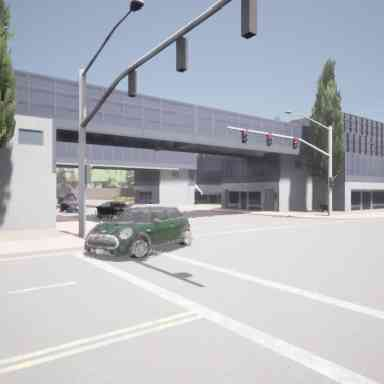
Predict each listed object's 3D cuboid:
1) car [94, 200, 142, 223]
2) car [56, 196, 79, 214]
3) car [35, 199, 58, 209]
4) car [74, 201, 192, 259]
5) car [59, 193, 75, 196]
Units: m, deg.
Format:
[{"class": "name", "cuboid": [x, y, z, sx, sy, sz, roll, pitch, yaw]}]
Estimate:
[{"class": "car", "cuboid": [-6.013, 1.478, 26.450, 1.882, 1.535, 5.008, 0, 0, -36]}, {"class": "car", "cuboid": [-12.743, 1.490, 35.700, 2.128, 1.511, 4.902, 0, 0, -36]}, {"class": "car", "cuboid": [-20.026, 1.601, 45.743, 1.895, 1.301, 4.718, 0, 0, -36]}, {"class": "car", "cuboid": [-1.881, 1.352, 12.777, 2.097, 1.767, 4.553, 0, 0, 30]}, {"class": "car", "cuboid": [-23.749, 1.221, 63.027, 2.150, 2.045, 5.566, 0, 0, -36]}]
